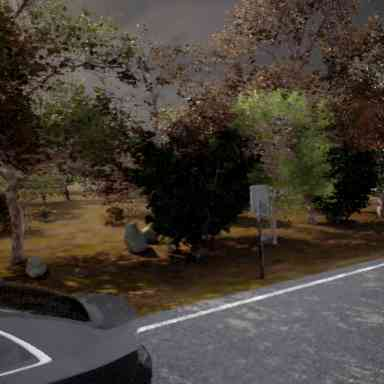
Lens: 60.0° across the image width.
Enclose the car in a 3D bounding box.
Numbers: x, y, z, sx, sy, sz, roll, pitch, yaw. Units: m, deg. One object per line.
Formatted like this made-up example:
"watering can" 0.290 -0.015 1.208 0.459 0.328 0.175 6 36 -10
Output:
"car" -2.626 1.507 2.106 4.892 1.490 1.837 0 0 -35
